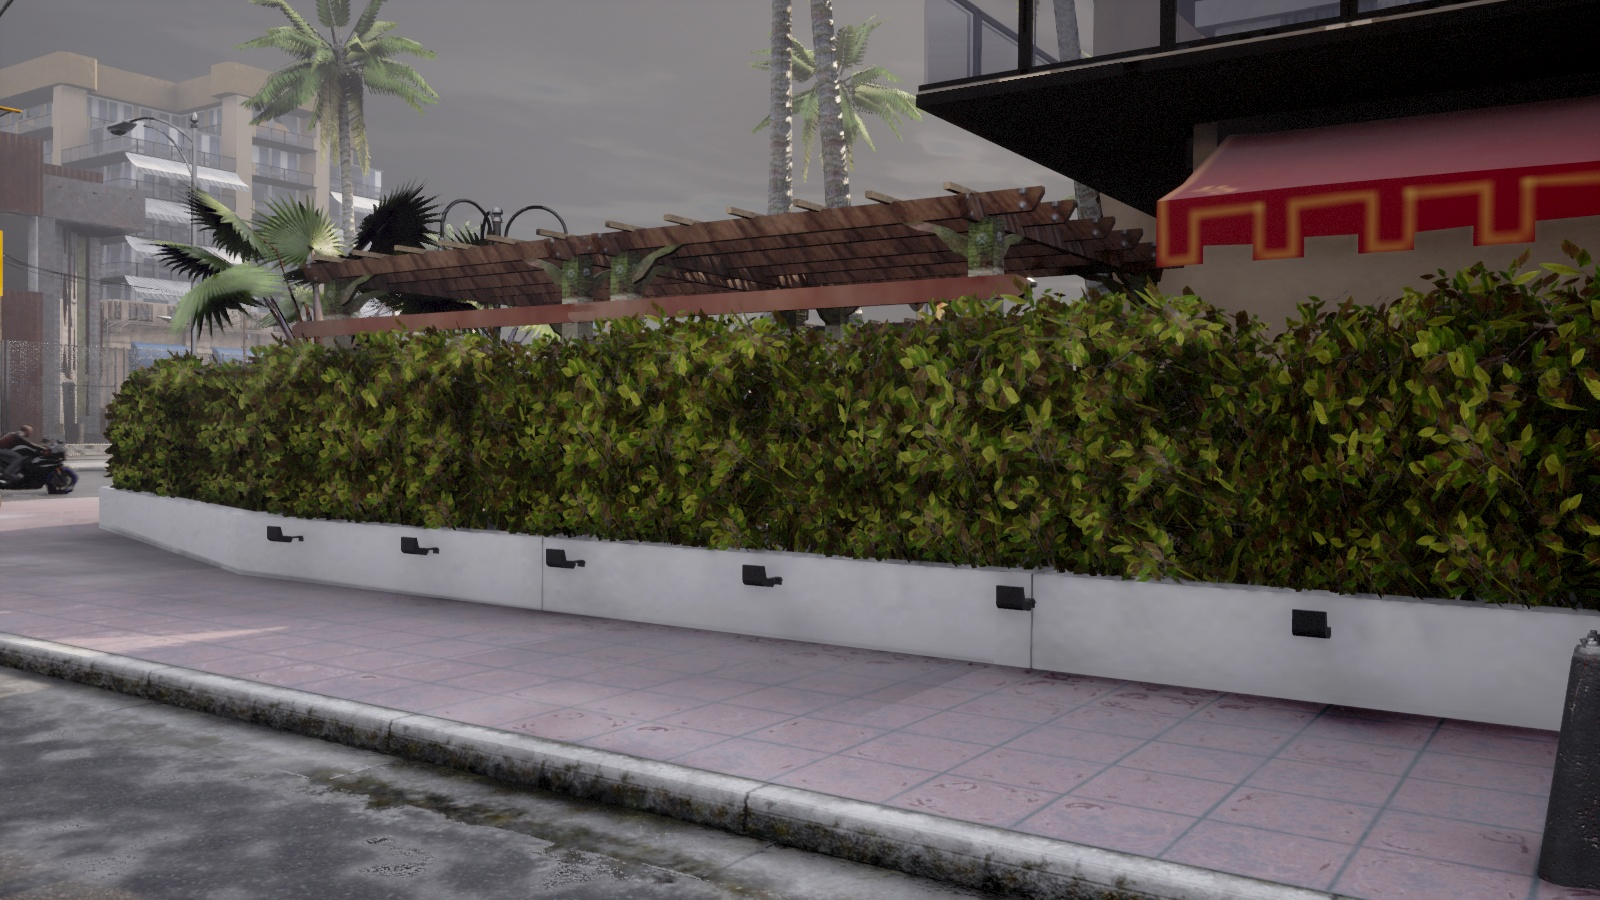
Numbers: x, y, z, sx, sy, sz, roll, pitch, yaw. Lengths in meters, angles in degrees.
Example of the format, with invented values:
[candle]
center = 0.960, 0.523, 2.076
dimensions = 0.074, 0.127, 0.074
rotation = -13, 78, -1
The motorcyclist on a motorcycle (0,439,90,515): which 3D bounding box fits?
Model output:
[motorcyclist on a motorcycle]
center = -16.385, 0.551, 26.578
dimensions = 0.866, 1.530, 2.191
rotation = 0, 1, 38
